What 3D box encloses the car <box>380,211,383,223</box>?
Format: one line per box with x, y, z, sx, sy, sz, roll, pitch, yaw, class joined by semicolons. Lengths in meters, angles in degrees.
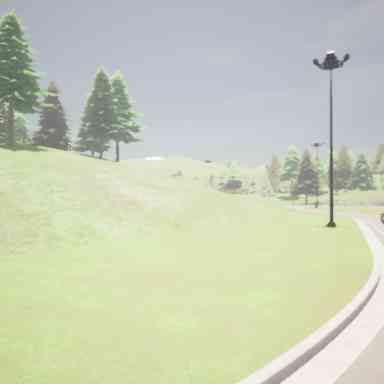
16.323;1.918;26.414;1.994;1.385;4.181;0;-1;23;car
